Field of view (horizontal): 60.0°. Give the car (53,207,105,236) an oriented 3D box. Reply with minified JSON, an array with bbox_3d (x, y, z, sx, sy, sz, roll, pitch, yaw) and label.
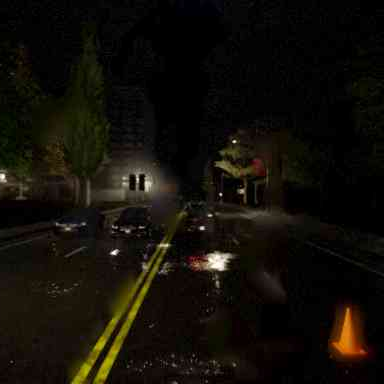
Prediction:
[{"bbox_3d":[-6.177,1.593,18.898,1.812,1.442,4.674,0,0,0],"label":"car"}]

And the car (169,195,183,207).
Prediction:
[{"bbox_3d":[-2.778,1.617,59.431,2.150,2.045,5.566,0,-1,1],"label":"car"}]

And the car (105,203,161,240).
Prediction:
[{"bbox_3d":[-2.929,1.568,17.607,1.837,1.490,4.892,0,0,0],"label":"car"}]

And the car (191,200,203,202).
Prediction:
[{"bbox_3d":[0.563,1.714,38.571,1.837,1.490,4.892,0,0,0],"label":"car"}]

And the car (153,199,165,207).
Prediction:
[{"bbox_3d":[-6.020,1.922,60.560,1.812,1.442,4.674,0,-1,1],"label":"car"}]

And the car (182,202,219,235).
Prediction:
[{"bbox_3d":[0.524,1.582,19.232,1.837,1.490,4.892,0,0,0],"label":"car"}]

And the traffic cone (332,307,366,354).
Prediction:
[{"bbox_3d":[2.264,1.971,4.813,0.340,0.580,0.340,0,0,0],"label":"traffic cone"}]
